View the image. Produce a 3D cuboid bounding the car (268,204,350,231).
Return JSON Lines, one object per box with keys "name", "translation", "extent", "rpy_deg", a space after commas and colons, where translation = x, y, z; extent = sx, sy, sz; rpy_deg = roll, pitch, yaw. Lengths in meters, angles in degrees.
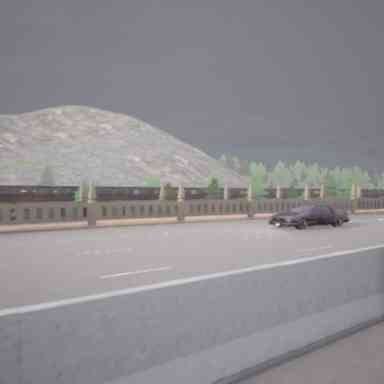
{"name": "car", "translation": [7.230, 1.473, 20.263], "extent": [5.357, 1.411, 2.033], "rpy_deg": [0, 0, -28]}
